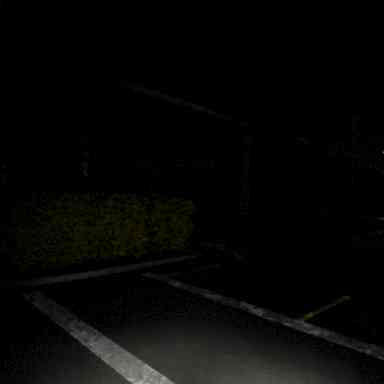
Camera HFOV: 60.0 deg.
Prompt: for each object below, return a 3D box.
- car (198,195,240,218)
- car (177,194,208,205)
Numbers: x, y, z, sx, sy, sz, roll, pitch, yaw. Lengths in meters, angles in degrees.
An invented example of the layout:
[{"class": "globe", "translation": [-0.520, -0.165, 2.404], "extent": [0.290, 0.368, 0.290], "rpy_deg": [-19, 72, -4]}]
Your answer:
[{"class": "car", "translation": [2.295, 1.182, 27.783], "extent": [1.905, 1.878, 3.866], "rpy_deg": [1, 1, -43]}, {"class": "car", "translation": [0.019, 1.137, 52.023], "extent": [2.128, 1.511, 4.902], "rpy_deg": [1, 1, -42]}]
